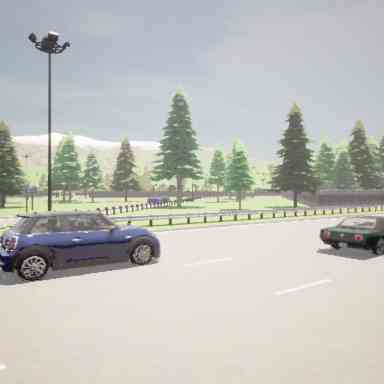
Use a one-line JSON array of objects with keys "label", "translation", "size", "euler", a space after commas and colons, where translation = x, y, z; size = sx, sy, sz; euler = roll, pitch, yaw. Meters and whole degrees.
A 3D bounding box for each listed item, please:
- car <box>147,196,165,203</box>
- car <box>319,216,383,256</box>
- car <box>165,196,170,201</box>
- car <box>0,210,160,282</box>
[{"label": "car", "translation": [-6.648, 1.478, 59.425], "size": [1.882, 1.535, 5.008], "euler": [0, 0, 5]}, {"label": "car", "translation": [7.213, 1.601, 13.173], "size": [4.718, 1.301, 1.895], "euler": [0, 0, -35]}, {"label": "car", "translation": [-5.672, 1.526, 69.464], "size": [1.812, 1.442, 4.674], "euler": [0, 0, 5]}, {"label": "car", "translation": [-3.218, 1.351, 10.046], "size": [4.553, 1.767, 2.097], "euler": [0, 0, -35]}]
